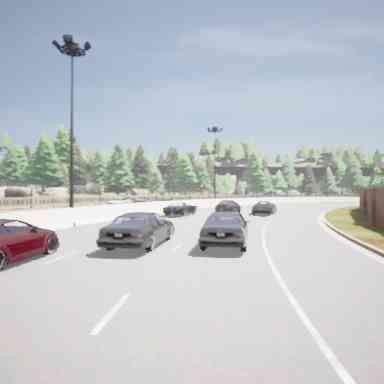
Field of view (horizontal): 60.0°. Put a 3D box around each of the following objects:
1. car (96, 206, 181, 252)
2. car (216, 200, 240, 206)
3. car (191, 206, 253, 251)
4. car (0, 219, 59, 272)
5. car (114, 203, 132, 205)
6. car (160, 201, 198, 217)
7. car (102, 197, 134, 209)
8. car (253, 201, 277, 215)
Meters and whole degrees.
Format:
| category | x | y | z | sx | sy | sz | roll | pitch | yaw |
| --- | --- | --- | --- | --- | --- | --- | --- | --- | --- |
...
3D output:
| category | x | y | z | sx | sy | sz | roll | pitch | yaw |
| --- | --- | --- | --- | --- | --- | --- | --- | --- | --- |
| car | -2.125 | 1.536 | 13.942 | 2.033 | 1.411 | 5.357 | 0 | 0 | 9 |
| car | 3.749 | 1.532 | 34.250 | 1.812 | 1.442 | 4.674 | 0 | 0 | 22 |
| car | 1.466 | 1.550 | 14.212 | 2.033 | 1.411 | 5.357 | 0 | 0 | 10 |
| car | -6.052 | 1.539 | 10.624 | 1.994 | 1.385 | 4.181 | 0 | 0 | 7 |
| car | -7.631 | 1.562 | 43.631 | 1.895 | 1.301 | 4.718 | 0 | 0 | 25 |
| car | -1.014 | 1.590 | 31.719 | 1.895 | 1.301 | 4.718 | 0 | 0 | 20 |
| car | -10.197 | 1.477 | 46.328 | 1.812 | 1.442 | 4.674 | 0 | 0 | 26 |
| car | 7.427 | 1.584 | 33.947 | 1.994 | 1.385 | 4.181 | 0 | 0 | 23 |
